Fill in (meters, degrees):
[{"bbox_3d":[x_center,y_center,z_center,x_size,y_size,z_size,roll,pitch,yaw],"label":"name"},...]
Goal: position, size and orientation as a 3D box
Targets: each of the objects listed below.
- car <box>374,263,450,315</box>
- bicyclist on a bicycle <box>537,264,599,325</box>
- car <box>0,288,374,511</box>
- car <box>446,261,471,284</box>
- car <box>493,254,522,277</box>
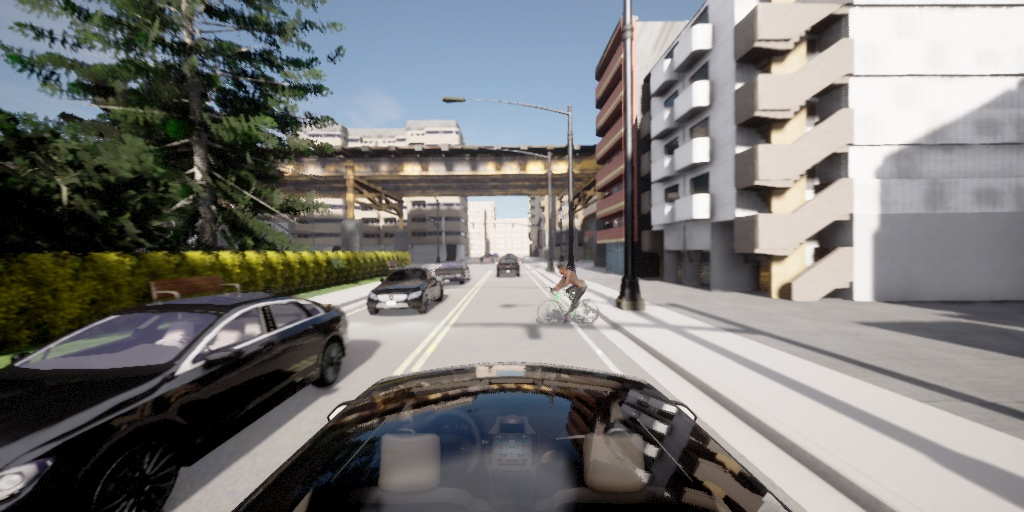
[{"bbox_3d":[-3.716,1.155,13.261,1.812,1.442,4.674,-1,1,-1],"label":"car"},{"bbox_3d":[1.483,1.031,9.522,1.656,1.620,0.582,0,1,-1],"label":"bicyclist on a bicycle"},{"bbox_3d":[-3.610,1.256,4.054,2.128,1.511,4.902,-1,1,-1],"label":"car"},{"bbox_3d":[-3.824,1.024,23.626,2.033,1.411,5.357,-1,1,0],"label":"car"},{"bbox_3d":[-0.308,0.856,28.976,1.837,1.490,4.892,-1,1,-1],"label":"car"}]
